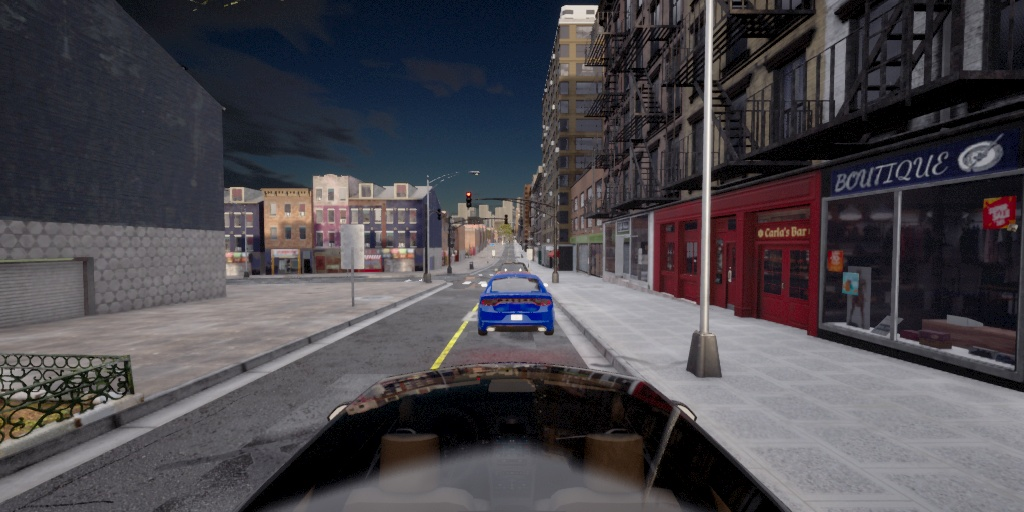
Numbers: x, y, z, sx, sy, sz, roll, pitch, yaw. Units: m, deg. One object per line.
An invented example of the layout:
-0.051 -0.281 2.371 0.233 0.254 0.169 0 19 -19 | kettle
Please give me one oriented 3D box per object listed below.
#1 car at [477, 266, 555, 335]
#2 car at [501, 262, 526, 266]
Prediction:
0.087 1.229 10.502 1.882 1.535 5.008 0 0 0 | car
0.054 1.109 20.495 2.097 1.767 4.553 0 0 0 | car
